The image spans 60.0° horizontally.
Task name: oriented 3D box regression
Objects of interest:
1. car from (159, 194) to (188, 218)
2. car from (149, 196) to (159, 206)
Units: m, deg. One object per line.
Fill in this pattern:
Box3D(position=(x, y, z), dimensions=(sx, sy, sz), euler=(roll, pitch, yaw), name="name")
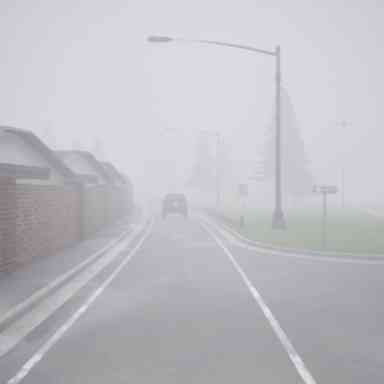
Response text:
Box3D(position=(-1.652, 1.194, 30.303), dimensions=(2.150, 2.045, 5.566), euler=(0, 0, -6), name="car")
Box3D(position=(-6.096, 1.446, 55.745), dimensions=(2.128, 1.511, 4.902), euler=(0, 0, -13), name="car")
